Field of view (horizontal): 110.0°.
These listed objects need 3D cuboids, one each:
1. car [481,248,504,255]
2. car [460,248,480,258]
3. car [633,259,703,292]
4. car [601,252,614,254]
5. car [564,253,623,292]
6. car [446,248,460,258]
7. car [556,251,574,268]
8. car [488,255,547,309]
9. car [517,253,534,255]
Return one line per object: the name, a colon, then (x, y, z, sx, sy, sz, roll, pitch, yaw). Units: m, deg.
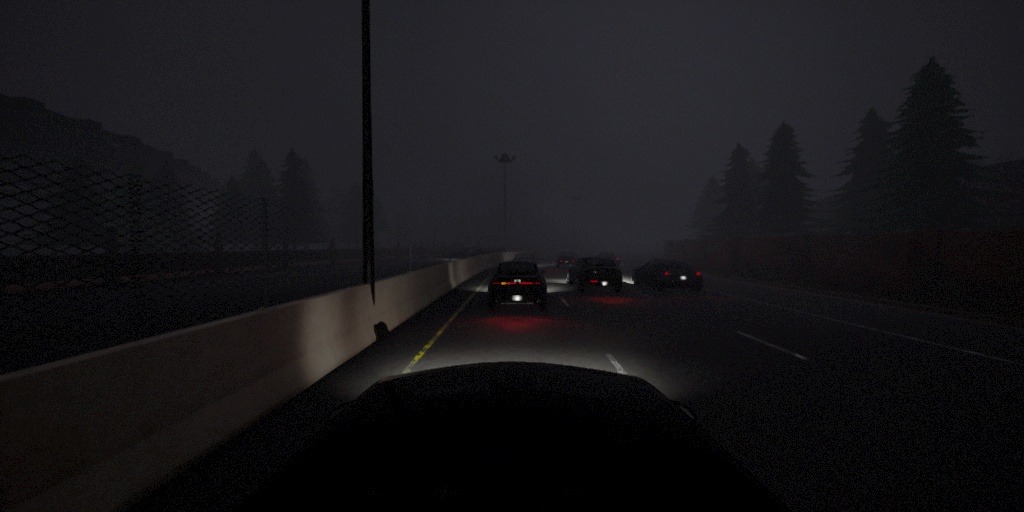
car: (-2.182, -0.269, 48.668, 1.837, 1.490, 4.892, 0, 2, 17)
car: (-5.008, -0.318, 51.385, 2.033, 1.411, 5.357, 1, 2, 19)
car: (7.293, 0.826, 17.153, 1.994, 1.385, 4.181, 0, 2, 1)
car: (8.535, 0.340, 32.265, 1.994, 1.385, 4.181, 0, 2, 9)
car: (3.783, 0.771, 16.856, 1.837, 1.490, 4.892, 0, 2, 1)
car: (-7.994, -0.428, 53.367, 1.837, 1.490, 4.892, 1, 1, 19)
car: (5.065, 0.277, 32.819, 1.812, 1.442, 4.674, 0, 2, 9)
car: (0.201, 0.896, 12.779, 1.837, 1.490, 4.892, 0, 2, 1)
car: (1.165, 0.428, 30.296, 1.895, 1.301, 4.718, 0, 2, 7)
